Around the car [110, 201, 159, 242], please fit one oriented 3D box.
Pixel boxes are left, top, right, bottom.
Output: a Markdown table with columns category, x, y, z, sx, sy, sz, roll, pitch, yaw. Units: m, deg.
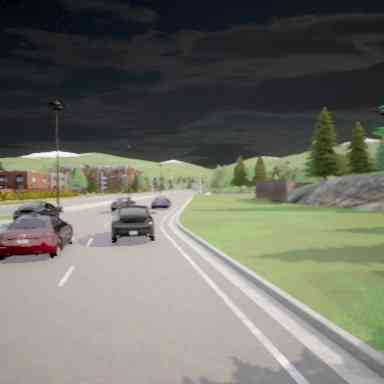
| category | x | y | z | sx | sy | sz | roll | pitch | yaw |
| --- | --- | --- | --- | --- | --- | --- | --- | --- | --- |
| car | -2.746 | 1.387 | 15.788 | 1.837 | 1.490 | 4.892 | -1 | 1 | -9 |

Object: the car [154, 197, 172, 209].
| category | x | y | z | sx | sy | sz | roll | pitch | yaw |
| --- | --- | --- | --- | --- | --- | --- | --- | --- | --- |
| car | -3.501 | 1.228 | 38.572 | 1.994 | 1.385 | 4.181 | -1 | 1 | 1 |

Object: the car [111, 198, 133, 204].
| category | x | y | z | sx | sy | sz | roll | pitch | yaw |
| --- | --- | --- | --- | --- | --- | --- | --- | --- | --- |
| car | -7.104 | 1.306 | 34.904 | 2.033 | 1.411 | 5.357 | -1 | 1 | 1 |

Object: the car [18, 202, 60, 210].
| category | x | y | z | sx | sy | sz | roll | pitch | yaw |
| --- | --- | --- | --- | --- | --- | --- | --- | --- | --- |
| car | -10.488 | 1.438 | 23.035 | 1.837 | 1.490 | 4.892 | -1 | 1 | -3 |

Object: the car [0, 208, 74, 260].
| category | x | y | z | sx | sy | sz | roll | pitch | yaw |
| --- | --- | --- | --- | --- | --- | --- | --- | --- | --- |
| car | -5.733 | 1.528 | 12.517 | 1.994 | 1.385 | 4.181 | -1 | 1 | -11 |
